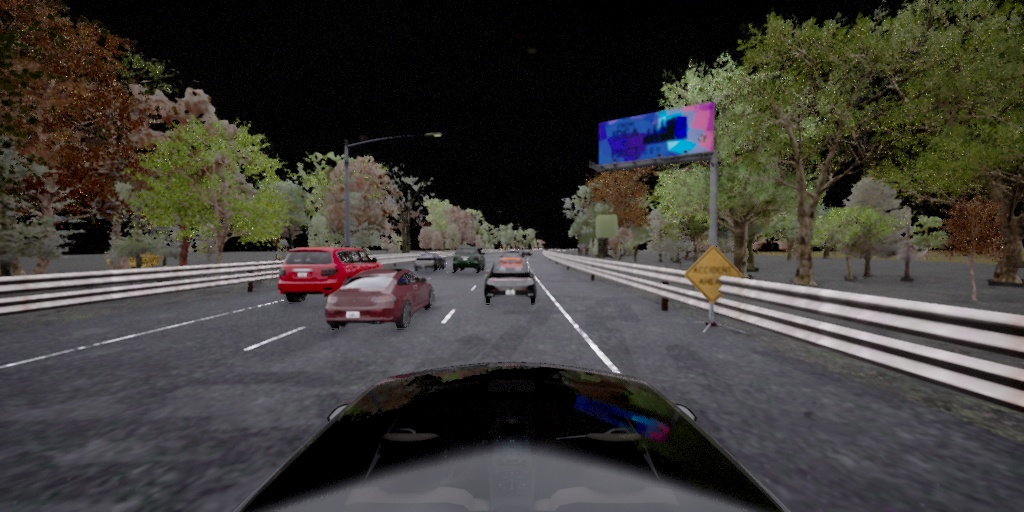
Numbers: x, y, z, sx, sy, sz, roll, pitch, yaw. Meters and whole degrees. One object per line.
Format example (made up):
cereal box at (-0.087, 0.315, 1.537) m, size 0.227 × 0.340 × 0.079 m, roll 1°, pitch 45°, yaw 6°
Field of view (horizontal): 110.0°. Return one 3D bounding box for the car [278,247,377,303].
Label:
car at (-7.060, 0.668, 14.741) m, size 2.150 × 2.045 × 5.566 m, roll 0°, pitch 1°, yaw 0°

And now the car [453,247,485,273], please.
car at (-3.501, 0.281, 29.829) m, size 2.150 × 2.045 × 5.566 m, roll 0°, pitch 1°, yaw 1°

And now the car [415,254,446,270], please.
car at (-6.982, 0.539, 30.864) m, size 2.128 × 1.511 × 4.902 m, roll 0°, pitch 1°, yaw 1°

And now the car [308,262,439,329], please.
car at (-3.544, 1.073, 10.265) m, size 1.812 × 1.442 × 4.674 m, roll 0°, pitch 2°, yaw 0°

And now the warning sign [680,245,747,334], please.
warning sign at (4.462, 0.690, 8.030) m, size 1.300 × 1.860 × 1.060 m, roll 0°, pitch 0°, yaw -1°

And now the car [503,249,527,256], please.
car at (0.015, 0.381, 30.623) m, size 2.097 × 1.767 × 4.553 m, roll 0°, pitch 1°, yaw 1°

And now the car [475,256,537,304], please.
car at (-0.057, 0.927, 14.221) m, size 2.128 × 1.511 × 4.902 m, roll 0°, pitch 1°, yaw 0°
